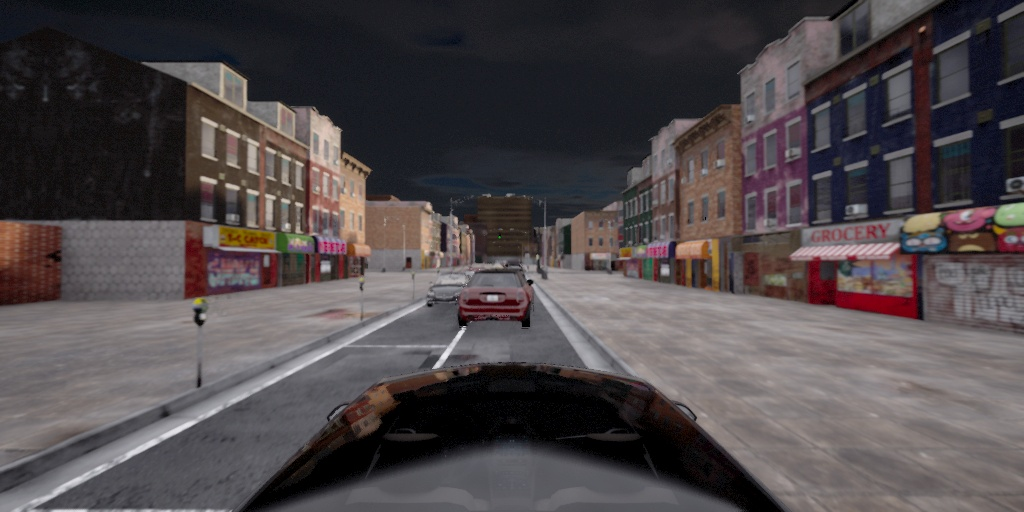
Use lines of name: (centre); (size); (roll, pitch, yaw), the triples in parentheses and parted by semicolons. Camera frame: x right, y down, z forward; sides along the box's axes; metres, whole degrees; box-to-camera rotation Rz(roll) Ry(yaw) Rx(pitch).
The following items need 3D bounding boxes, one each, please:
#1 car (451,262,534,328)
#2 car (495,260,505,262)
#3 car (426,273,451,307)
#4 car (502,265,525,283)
car: (-0.374, 1.194, 11.965); (2.097, 1.767, 4.553); (0, -1, 4)
car: (-2.613, 1.934, 64.340); (1.751, 1.417, 4.829); (0, 0, 0)
car: (-2.632, 1.432, 16.074); (2.007, 1.370, 4.403); (0, 0, 0)
car: (0.112, 1.539, 31.717); (1.837, 1.490, 4.892); (0, -2, -1)
